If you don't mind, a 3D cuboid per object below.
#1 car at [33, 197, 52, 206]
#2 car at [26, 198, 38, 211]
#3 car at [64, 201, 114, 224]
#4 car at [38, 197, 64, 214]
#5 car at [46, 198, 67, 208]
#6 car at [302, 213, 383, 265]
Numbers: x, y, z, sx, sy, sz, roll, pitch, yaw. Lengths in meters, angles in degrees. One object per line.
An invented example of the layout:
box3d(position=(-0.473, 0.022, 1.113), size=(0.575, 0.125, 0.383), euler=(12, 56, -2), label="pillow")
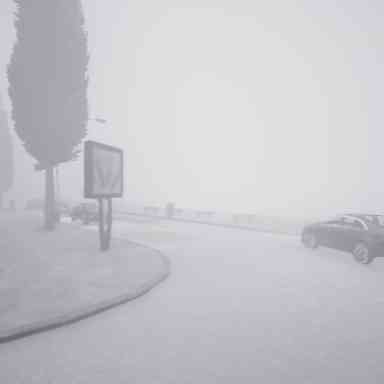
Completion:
box3d(position=(-26.248, 1.567, 58.225), size=(2.033, 1.411, 5.357), euler=(0, 0, -36), label="car")
box3d(position=(-19.367, 1.518, 41.427), size=(1.837, 1.490, 4.892), euler=(0, 0, -35), label="car")
box3d(position=(-7.700, 1.560, 25.032), size=(2.033, 1.411, 5.357), euler=(0, 0, -36), label="car")
box3d(position=(-13.377, 1.504, 32.991), size=(2.128, 1.511, 4.902), euler=(0, 0, -35), label="car")
box3d(position=(-20.462, 1.620, 50.131), size=(1.895, 1.301, 4.718), euler=(0, 0, -35), label="car")
box3d(position=(5.816, 1.507, 11.882), size=(2.128, 1.511, 4.902), euler=(1, 0, -13), label="car")
